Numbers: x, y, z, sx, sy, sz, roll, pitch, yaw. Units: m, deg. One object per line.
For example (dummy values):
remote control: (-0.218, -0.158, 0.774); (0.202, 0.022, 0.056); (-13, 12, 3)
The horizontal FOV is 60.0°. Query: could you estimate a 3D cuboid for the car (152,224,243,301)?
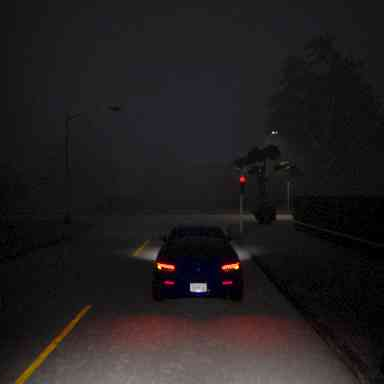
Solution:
car: (0.122, 1.526, 8.192); (1.812, 1.442, 4.674); (0, 0, 0)
